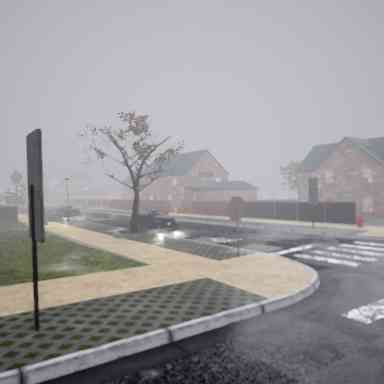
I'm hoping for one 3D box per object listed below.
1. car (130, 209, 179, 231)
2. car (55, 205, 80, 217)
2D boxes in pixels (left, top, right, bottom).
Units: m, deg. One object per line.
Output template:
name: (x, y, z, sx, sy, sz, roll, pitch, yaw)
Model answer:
car: (-2.671, 1.909, 23.101, 1.994, 1.385, 4.181, -2, 0, -36)
car: (-15.081, 2.267, 40.378, 1.895, 1.301, 4.718, -2, 0, -35)
